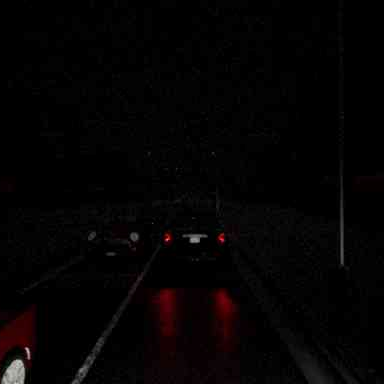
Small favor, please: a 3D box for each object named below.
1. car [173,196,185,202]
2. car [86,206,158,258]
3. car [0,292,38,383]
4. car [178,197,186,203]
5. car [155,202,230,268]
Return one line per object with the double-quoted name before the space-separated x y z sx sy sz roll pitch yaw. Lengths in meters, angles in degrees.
"car" -2.640 1.899 61.157 1.752 1.417 4.829 0 0 0
"car" -2.631 1.505 12.798 1.967 1.590 4.097 1 0 0
"car" -2.631 1.555 2.037 1.887 1.381 4.507 1 0 0
"car" -2.643 2.047 89.353 1.967 1.590 4.097 0 -1 0
"car" 0.087 1.410 11.671 2.097 1.767 4.553 0 0 0
